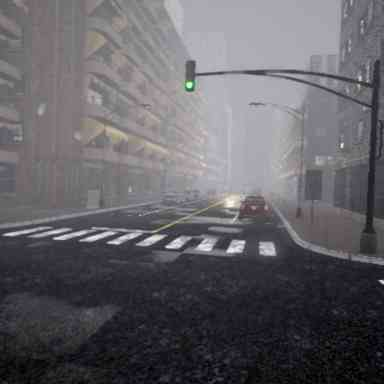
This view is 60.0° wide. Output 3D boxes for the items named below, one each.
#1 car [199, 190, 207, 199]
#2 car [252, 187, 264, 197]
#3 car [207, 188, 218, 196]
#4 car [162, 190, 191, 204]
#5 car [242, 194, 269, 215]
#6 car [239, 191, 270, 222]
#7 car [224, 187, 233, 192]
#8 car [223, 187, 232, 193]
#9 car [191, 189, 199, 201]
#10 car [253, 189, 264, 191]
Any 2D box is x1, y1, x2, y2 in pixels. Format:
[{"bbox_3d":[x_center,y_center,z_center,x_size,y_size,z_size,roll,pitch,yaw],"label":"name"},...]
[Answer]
[{"bbox_3d":[0.373,0.296,45.361,1.947,1.339,4.313,3,2,11],"label":"car"},{"bbox_3d":[13.017,-0.058,65.368,2.192,1.841,5.009,3,2,11],"label":"car"},{"bbox_3d":[3.695,-0.057,61.623,1.887,1.381,4.507,3,2,11],"label":"car"},{"bbox_3d":[-1.842,0.505,34.518,2.008,1.369,4.403,3,2,11],"label":"car"},{"bbox_3d":[5.257,0.956,27.426,2.008,1.369,4.403,3,2,11],"label":"car"},{"bbox_3d":[4.154,0.959,22.002,1.967,1.590,4.097,3,2,11],"label":"car"},{"bbox_3d":[10.338,-0.694,94.152,1.947,1.339,4.313,3,2,11],"label":"car"},{"bbox_3d":[9.231,-0.600,88.730,2.008,1.369,4.403,3,2,11],"label":"car"},{"bbox_3d":[-0.735,0.424,39.940,1.802,1.307,4.206,3,2,11],"label":"car"},{"bbox_3d":[8.578,0.651,43.691,1.802,1.307,4.206,3,2,11],"label":"car"}]
